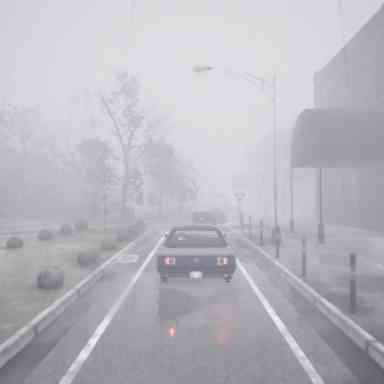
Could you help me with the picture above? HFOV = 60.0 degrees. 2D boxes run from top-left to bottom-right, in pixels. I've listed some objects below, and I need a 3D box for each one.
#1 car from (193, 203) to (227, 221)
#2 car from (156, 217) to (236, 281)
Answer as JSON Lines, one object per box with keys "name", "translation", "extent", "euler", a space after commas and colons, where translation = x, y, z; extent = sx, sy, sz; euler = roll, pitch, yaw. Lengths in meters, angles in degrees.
{"name": "car", "translation": [1.535, 1.943, 27.376], "extent": [1.882, 1.535, 5.008], "euler": [-1, -2, 18]}
{"name": "car", "translation": [0.100, 1.650, 9.914], "extent": [1.895, 1.301, 4.718], "euler": [0, -1, 0]}
